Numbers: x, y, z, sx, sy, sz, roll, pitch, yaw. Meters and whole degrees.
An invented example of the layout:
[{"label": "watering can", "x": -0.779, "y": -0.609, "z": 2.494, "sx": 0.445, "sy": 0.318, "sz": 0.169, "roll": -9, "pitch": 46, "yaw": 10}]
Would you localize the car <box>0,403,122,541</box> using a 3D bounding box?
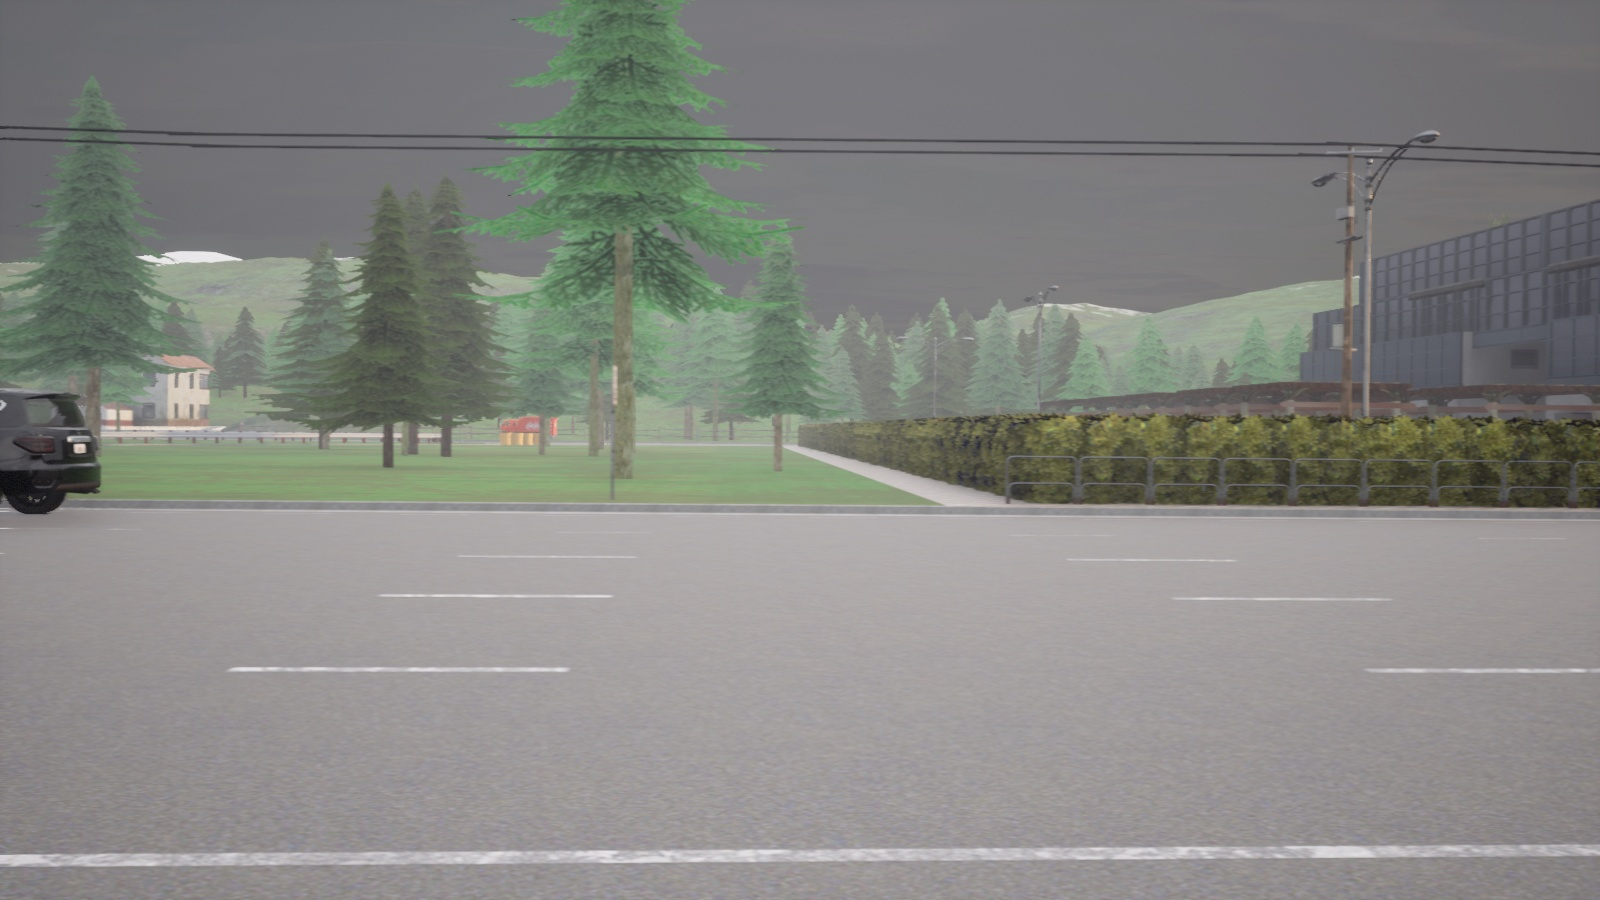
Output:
[{"label": "car", "x": -13.982, "y": 0.341, "z": 19.587, "sx": 5.566, "sy": 2.045, "sz": 2.150, "roll": -1, "pitch": 1, "yaw": -3}]
